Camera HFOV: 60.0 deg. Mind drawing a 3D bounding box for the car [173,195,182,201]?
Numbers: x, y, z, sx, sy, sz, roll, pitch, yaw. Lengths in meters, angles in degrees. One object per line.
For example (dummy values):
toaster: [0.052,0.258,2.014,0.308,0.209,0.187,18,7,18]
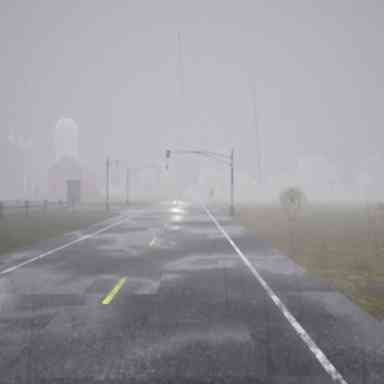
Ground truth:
car: [-3.467,1.371,80.868,2.128,1.511,4.902,0,0,0]
